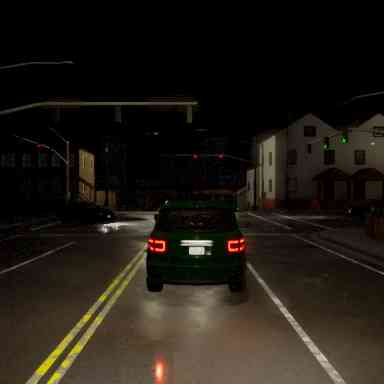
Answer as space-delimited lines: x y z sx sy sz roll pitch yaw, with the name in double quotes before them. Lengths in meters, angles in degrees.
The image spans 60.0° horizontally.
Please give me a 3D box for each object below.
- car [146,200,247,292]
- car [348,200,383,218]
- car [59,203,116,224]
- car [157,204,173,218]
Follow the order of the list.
"car" 0.090 1.221 9.070 2.150 2.045 5.566 0 0 0
"car" 16.562 1.491 29.798 4.902 1.511 2.128 0 0 -1
"car" -7.608 1.526 24.154 4.181 1.385 1.994 0 0 25
"car" -3.594 2.597 45.340 1.812 1.442 4.674 0 -9 0
